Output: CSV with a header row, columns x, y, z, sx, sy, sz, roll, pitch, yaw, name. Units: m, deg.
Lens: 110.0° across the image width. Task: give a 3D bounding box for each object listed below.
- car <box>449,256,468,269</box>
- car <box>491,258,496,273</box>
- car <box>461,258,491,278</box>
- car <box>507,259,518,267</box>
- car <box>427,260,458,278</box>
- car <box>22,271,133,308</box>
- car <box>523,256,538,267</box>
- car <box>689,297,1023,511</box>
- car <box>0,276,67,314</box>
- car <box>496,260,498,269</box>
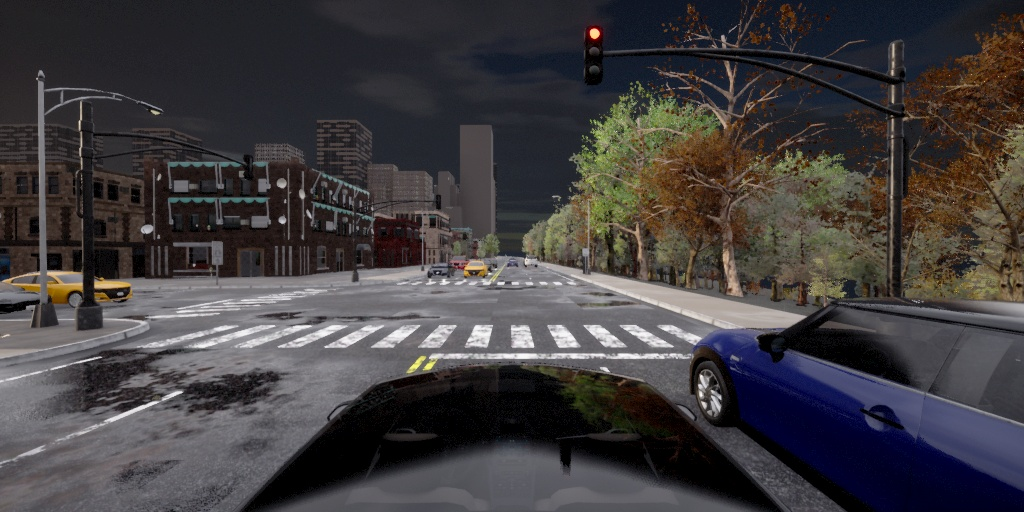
x,y,z,sx,sy,sz,roll,pitch,yaw,name
-6.599,0.956,45.079,2.150,2.045,5.566,0,0,0,car
-3.350,1.240,44.118,1.837,1.490,4.892,0,0,0,car
-3.351,1.217,33.982,1.882,1.535,5.008,0,0,0,car
0.100,1.252,64.490,1.812,1.442,4.674,0,0,0,car
-6.601,1.303,33.778,1.994,1.385,4.181,0,0,0,car
-20.009,1.450,15.985,5.008,1.535,1.882,-1,1,-1,car
3.353,0.948,63.641,2.150,2.045,5.566,0,0,0,car
3.351,1.102,2.833,2.097,1.767,4.553,0,0,0,car
-19.947,1.564,13.290,4.313,1.339,1.948,0,0,0,car
-3.333,1.081,56.255,2.097,1.767,4.553,0,0,0,car
